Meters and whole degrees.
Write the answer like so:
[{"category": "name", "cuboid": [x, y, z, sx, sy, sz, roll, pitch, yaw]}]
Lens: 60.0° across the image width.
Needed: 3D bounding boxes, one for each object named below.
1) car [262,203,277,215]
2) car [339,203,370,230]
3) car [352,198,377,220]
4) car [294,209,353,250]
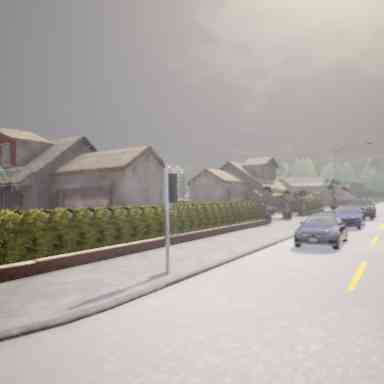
[{"category": "car", "cuboid": [7.888, 1.894, 38.322, 3.633, 1.501, 1.845, -2, -1, 29]}, {"category": "car", "cuboid": [11.537, 1.817, 24.381, 1.882, 1.535, 5.008, -2, -2, 32]}, {"category": "car", "cuboid": [17.057, 1.655, 33.200, 2.150, 2.045, 5.566, -2, -2, 32]}, {"category": "car", "cuboid": [6.275, 1.774, 15.909, 1.812, 1.442, 4.674, -2, -2, 31]}]
